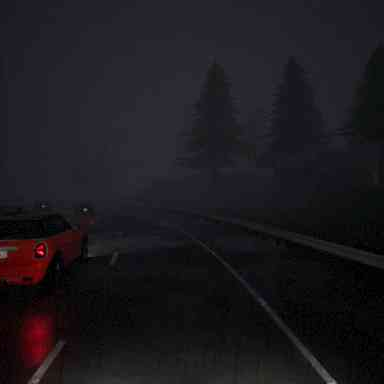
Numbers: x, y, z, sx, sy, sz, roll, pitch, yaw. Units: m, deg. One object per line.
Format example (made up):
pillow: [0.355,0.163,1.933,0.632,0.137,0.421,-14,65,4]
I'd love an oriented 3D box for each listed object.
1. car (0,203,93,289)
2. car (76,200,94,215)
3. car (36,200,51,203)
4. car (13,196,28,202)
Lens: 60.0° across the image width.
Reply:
car: [-4.314,1.352,9.201,2.097,1.767,4.553,0,0,-7]
car: [-10.922,1.514,33.407,1.812,1.442,4.674,0,0,-22]
car: [-17.260,1.562,38.283,1.994,1.385,4.181,0,0,-28]
car: [-38.638,1.536,75.115,4.674,1.442,1.812,0,0,42]
